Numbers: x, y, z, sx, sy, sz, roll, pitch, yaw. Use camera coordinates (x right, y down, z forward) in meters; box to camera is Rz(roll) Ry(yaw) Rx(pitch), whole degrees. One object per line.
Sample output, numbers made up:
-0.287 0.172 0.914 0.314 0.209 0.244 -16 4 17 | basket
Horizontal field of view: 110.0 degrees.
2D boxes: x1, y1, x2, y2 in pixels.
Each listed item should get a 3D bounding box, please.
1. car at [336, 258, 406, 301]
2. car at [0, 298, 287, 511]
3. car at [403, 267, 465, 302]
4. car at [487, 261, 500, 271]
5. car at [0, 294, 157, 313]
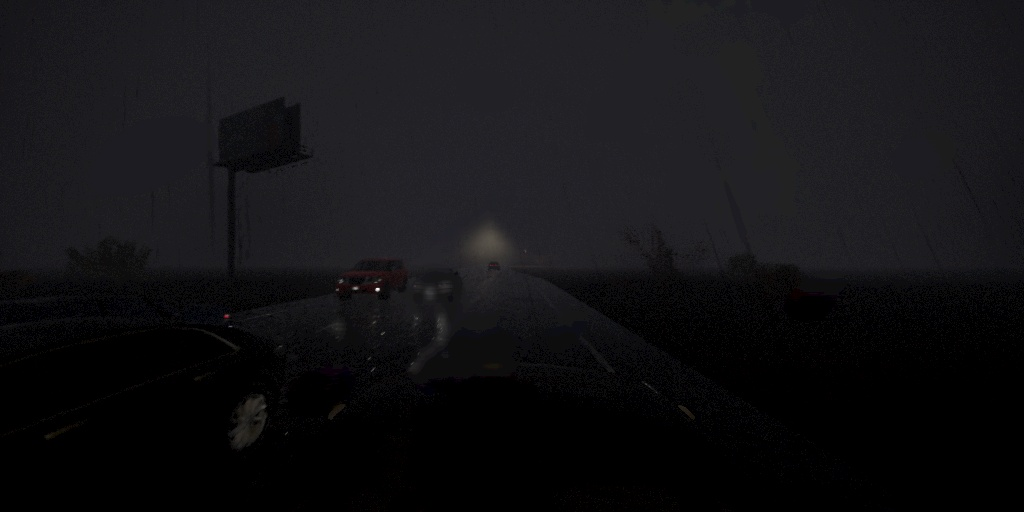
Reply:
-7.059 1.121 18.854 2.150 2.045 5.566 0 -1 -1 | car
-3.563 1.261 2.236 1.837 1.490 4.892 0 -1 0 | car
-3.548 1.384 18.032 2.128 1.511 4.902 0 -1 0 | car
-3.093 1.703 60.787 1.837 1.490 4.892 0 0 -5 | car
-7.039 1.330 5.477 2.033 1.411 5.357 0 -1 1 | car
